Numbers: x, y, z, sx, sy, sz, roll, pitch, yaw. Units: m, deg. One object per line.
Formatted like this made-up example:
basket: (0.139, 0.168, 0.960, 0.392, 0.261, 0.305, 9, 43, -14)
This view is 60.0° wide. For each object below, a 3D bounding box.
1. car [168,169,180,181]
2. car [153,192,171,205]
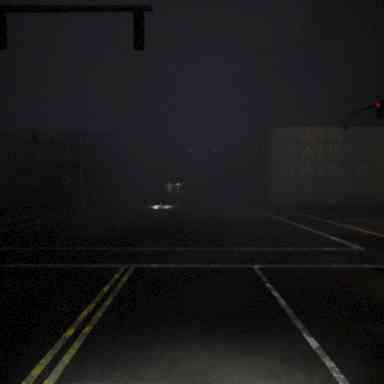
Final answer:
car: (-3.420, -3.345, 63.411, 2.097, 1.767, 4.553, 0, 13, 0)
car: (-3.451, 0.725, 39.246, 2.033, 1.411, 5.357, 0, 3, 0)
